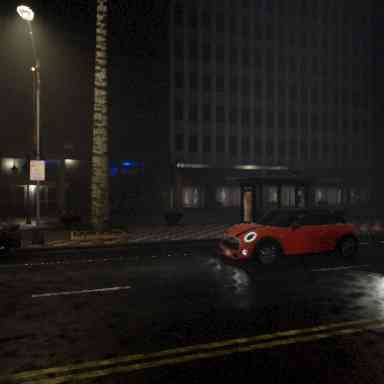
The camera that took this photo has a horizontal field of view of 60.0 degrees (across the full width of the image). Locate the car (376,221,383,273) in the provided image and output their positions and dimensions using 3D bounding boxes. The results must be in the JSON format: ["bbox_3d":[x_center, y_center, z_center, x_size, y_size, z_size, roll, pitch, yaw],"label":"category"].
[{"bbox_3d":[8.095,1.550,9.328,5.357,1.411,2.033,0,0,-19],"label":"car"}]

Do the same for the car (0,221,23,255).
[{"bbox_3d":[-8.175,1.485,10.686,4.892,1.521,2.231,0,0,-19],"label":"car"}]

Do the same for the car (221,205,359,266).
[{"bbox_3d":[3.287,1.355,11.379,4.553,1.767,2.097,0,0,-18],"label":"car"}]
